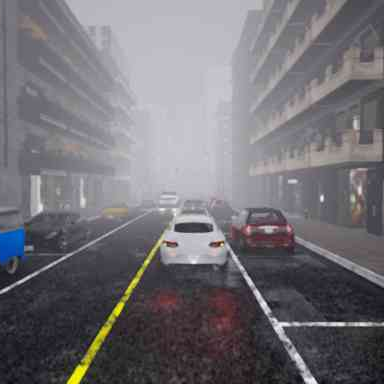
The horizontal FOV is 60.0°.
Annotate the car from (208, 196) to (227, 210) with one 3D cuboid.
[{"bbox_3d":[2.584,1.243,30.010,1.802,1.307,4.206,-1,1,0],"label":"car"}]

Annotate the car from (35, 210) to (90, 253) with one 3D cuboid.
[{"bbox_3d":[-5.313,1.419,12.973,1.947,1.339,4.313,-1,1,0],"label":"car"}]

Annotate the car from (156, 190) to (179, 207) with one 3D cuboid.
[{"bbox_3d":[-2.808,0.756,41.219,2.150,2.045,5.566,0,1,0],"label":"car"}]

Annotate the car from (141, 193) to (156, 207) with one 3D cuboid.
[{"bbox_3d":[-5.285,1.085,41.228,2.008,1.369,4.403,-1,1,0],"label":"car"}]

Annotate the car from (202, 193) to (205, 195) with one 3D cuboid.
[{"bbox_3d":[2.595,1.098,41.338,1.947,1.339,4.313,-1,1,0],"label":"car"}]

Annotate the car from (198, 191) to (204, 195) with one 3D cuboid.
[{"bbox_3d":[2.644,0.553,90.672,1.802,1.307,4.206,-1,1,0],"label":"car"}]

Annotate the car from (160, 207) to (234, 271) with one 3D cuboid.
[{"bbox_3d":[0.063,1.407,10.373,1.812,1.442,4.674,0,1,1],"label":"car"}]

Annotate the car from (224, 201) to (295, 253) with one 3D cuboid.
[{"bbox_3d":[2.566,1.292,13.017,1.967,1.590,4.097,-1,1,0],"label":"car"}]

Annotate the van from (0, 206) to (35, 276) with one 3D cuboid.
[{"bbox_3d":[-5.322,1.257,7.319,1.690,1.788,3.998,-1,1,0],"label":"van"}]

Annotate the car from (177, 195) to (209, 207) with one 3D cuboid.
[{"bbox_3d":[0.093,1.238,27.371,2.033,1.411,5.357,0,1,0],"label":"car"}]

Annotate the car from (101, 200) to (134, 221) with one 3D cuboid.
[{"bbox_3d":[-5.303,1.253,24.104,1.752,1.417,4.829,-1,1,0],"label":"car"}]

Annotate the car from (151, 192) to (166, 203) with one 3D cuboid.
[{"bbox_3d":[-5.403,0.826,54.301,1.967,1.590,4.097,-1,1,0],"label":"car"}]
